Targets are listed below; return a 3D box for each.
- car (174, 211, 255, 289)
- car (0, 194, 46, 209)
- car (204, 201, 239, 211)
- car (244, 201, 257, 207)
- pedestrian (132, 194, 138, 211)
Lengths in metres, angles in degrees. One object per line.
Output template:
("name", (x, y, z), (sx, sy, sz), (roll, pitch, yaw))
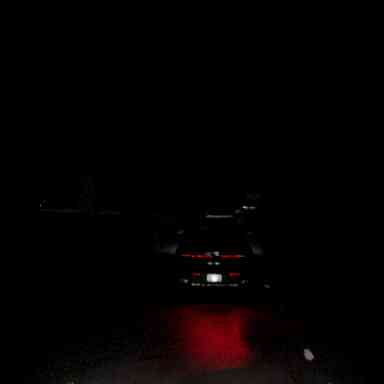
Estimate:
("car", (0.613, 1.509, 9.240), (1.837, 1.490, 4.892), (0, 0, 4))
("car", (-16.430, 0.884, 31.702), (4.718, 1.301, 1.895), (2, -1, 10))
("car", (1.689, 1.511, 19.917), (2.128, 1.511, 4.902), (0, 0, 5))
("car", (11.343, 2.143, 64.156), (2.033, 1.411, 5.357), (0, -1, 19))
("pedestrian", (-6.251, 1.111, 36.375), (0.375, 1.860, 0.375), (0, -4, 10))
